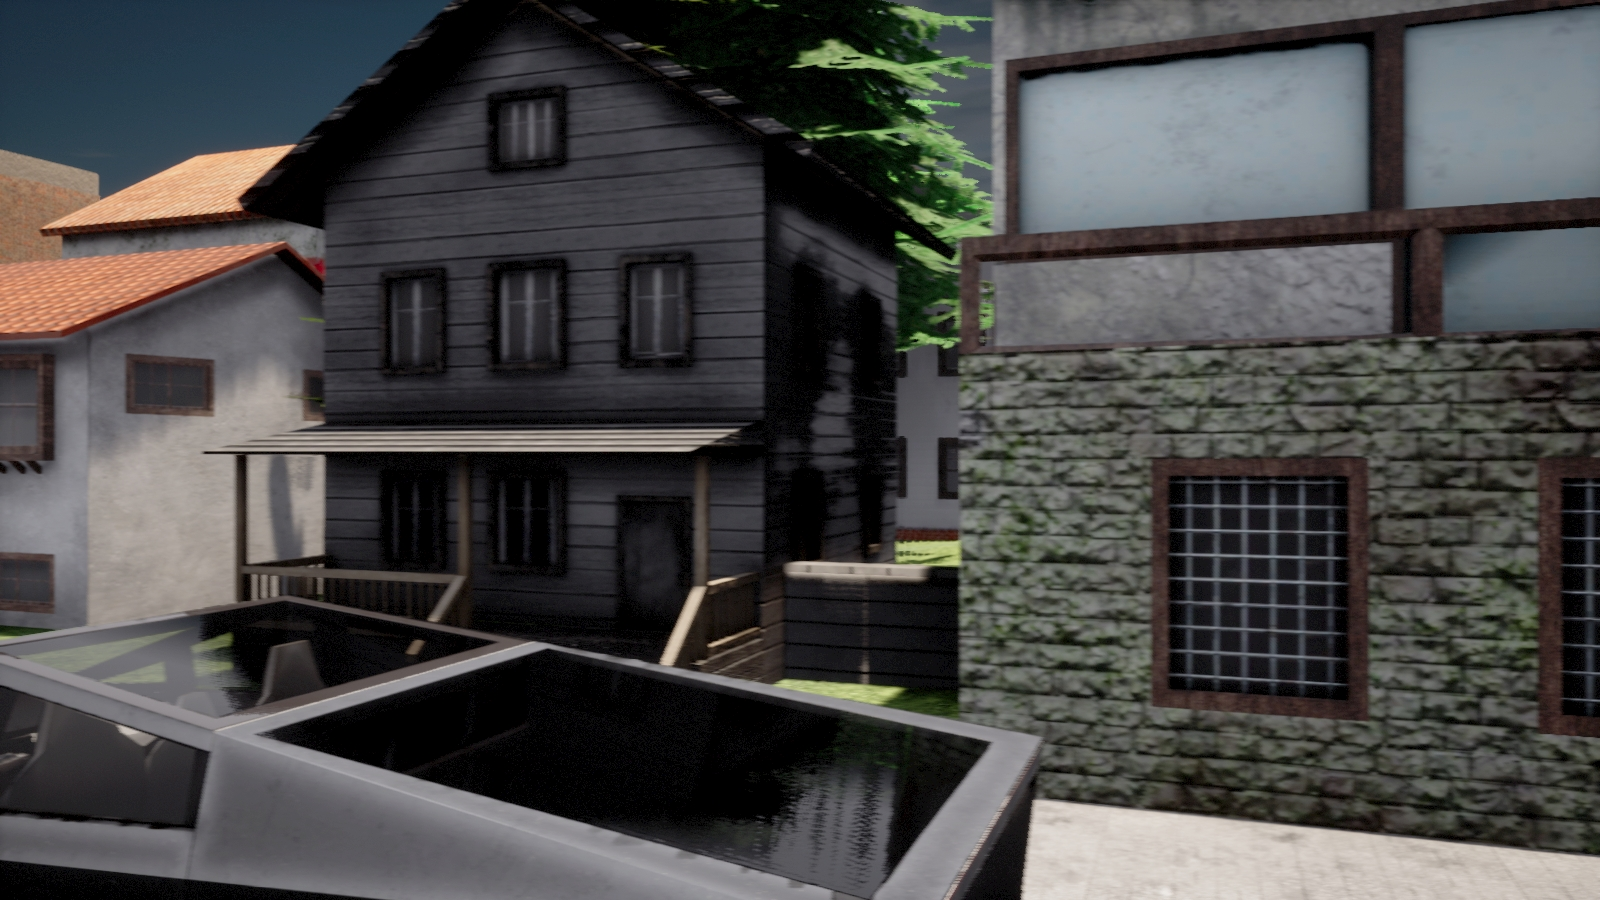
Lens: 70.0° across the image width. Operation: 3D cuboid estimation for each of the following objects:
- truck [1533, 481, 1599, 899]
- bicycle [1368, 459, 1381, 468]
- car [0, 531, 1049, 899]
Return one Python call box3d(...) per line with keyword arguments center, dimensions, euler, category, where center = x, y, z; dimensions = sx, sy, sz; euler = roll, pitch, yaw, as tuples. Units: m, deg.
box3d(center=(4.710, 1.348, 2.109), dimensions=(5.204, 2.467, 2.627), euler=(0, 0, 20), category="truck")
box3d(center=(81.958, 1.936, 163.025), dimensions=(1.643, 1.296, 0.373), euler=(0, 0, 20), category="bicycle")
box3d(center=(-2.332, 1.534, 4.660), dimensions=(6.274, 2.098, 2.390), euler=(0, 0, 20), category="car")
